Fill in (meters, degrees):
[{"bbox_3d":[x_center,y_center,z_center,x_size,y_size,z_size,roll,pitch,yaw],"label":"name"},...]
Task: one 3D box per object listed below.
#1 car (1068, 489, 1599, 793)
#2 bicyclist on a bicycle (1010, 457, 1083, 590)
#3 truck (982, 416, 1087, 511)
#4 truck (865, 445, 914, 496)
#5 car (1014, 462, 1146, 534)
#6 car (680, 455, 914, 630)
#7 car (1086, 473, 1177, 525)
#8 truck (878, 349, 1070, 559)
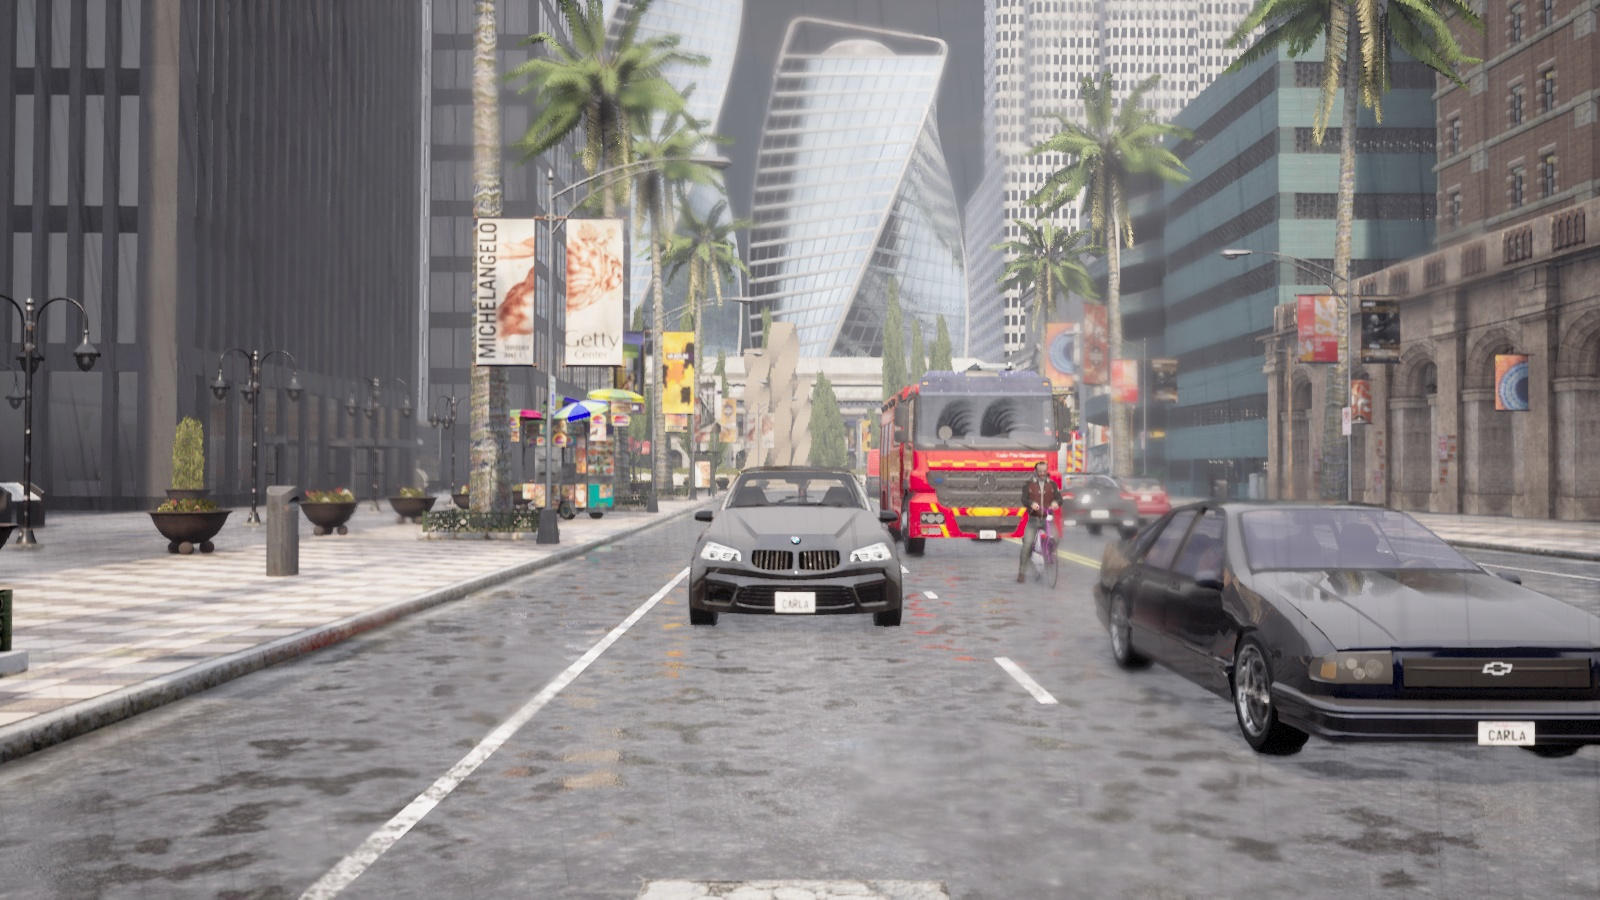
[{"bbox_3d":[3.478,1.016,8.826,2.033,1.411,5.357,0,-1,0],"label":"car"},{"bbox_3d":[3.458,1.005,17.742,0.659,1.776,1.843,0,-1,0],"label":"bicyclist on a bicycle"},{"bbox_3d":[10.096,0.637,55.029,2.891,3.827,8.468,0,-1,-1],"label":"truck"},{"bbox_3d":[6.231,1.461,88.665,2.891,3.462,7.936,0,-1,0],"label":"truck"},{"bbox_3d":[6.911,1.156,31.577,2.152,1.651,5.027,0,-1,-1],"label":"car"},{"bbox_3d":[-0.037,0.930,14.359,2.242,1.667,4.611,0,-1,0],"label":"car"},{"bbox_3d":[10.311,1.487,39.304,1.789,1.549,3.705,0,-1,-1],"label":"car"},{"bbox_3d":[3.446,0.145,27.191,2.891,3.827,8.468,0,-1,0],"label":"truck"}]
